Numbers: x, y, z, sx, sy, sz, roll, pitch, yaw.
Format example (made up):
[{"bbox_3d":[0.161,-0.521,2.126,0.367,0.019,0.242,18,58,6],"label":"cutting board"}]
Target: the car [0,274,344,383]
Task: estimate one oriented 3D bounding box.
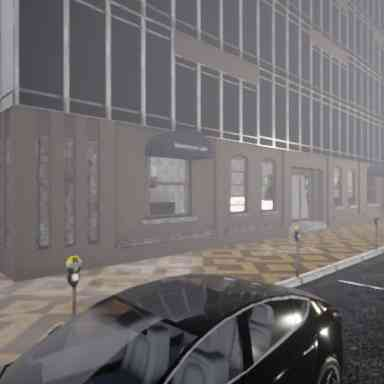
[{"bbox_3d":[-0.215,1.566,2.897,4.313,1.339,1.947,0,0,-44],"label":"car"}]
